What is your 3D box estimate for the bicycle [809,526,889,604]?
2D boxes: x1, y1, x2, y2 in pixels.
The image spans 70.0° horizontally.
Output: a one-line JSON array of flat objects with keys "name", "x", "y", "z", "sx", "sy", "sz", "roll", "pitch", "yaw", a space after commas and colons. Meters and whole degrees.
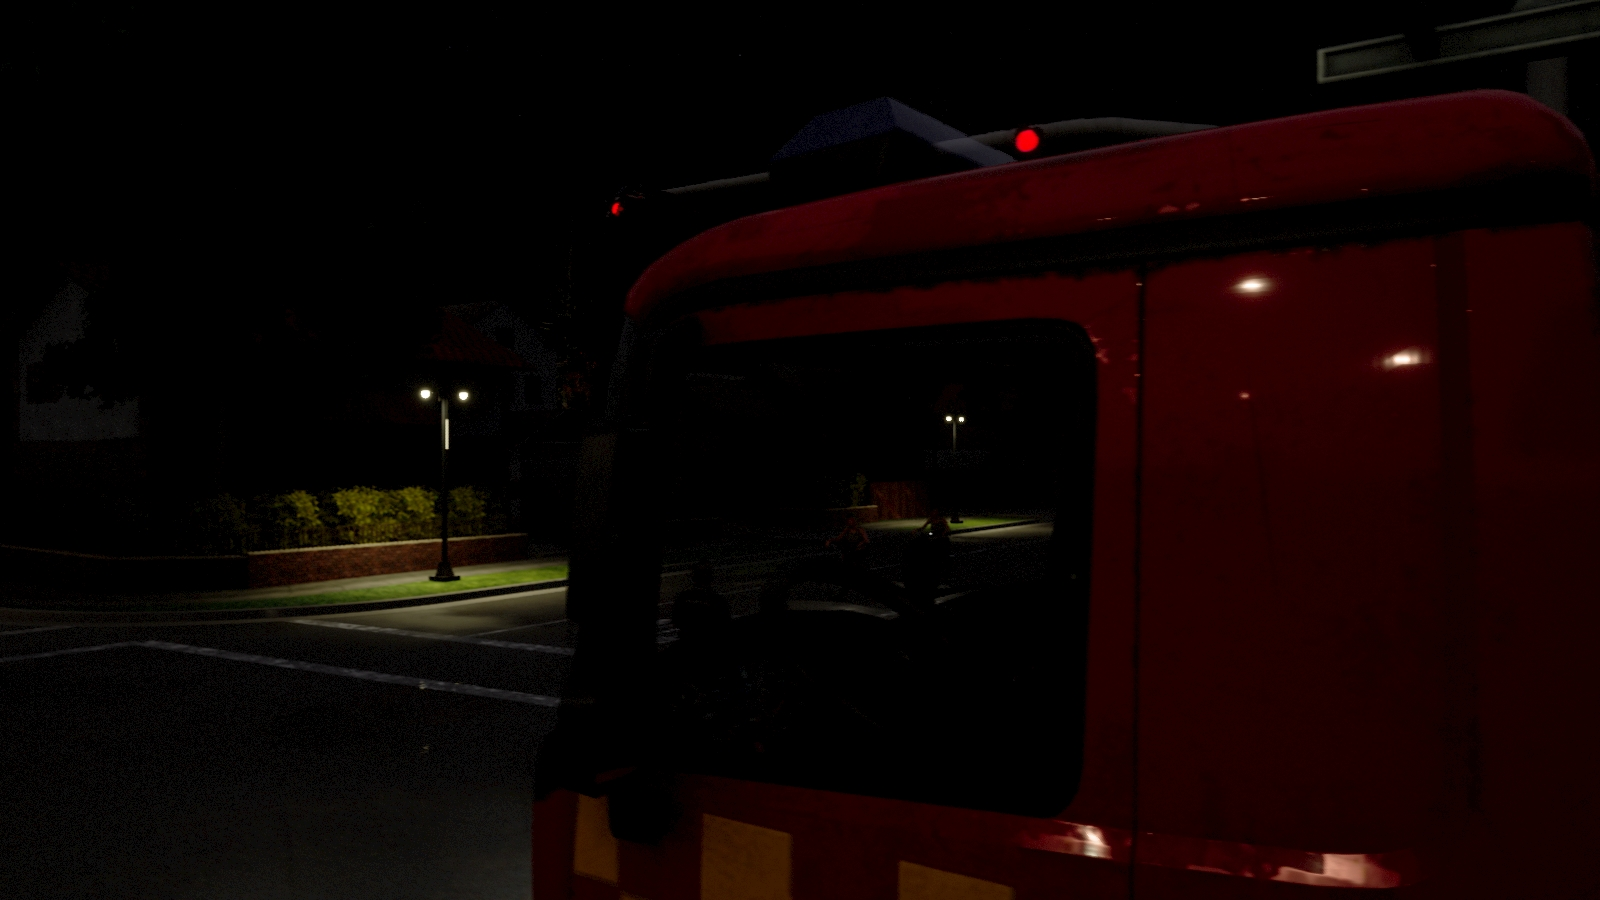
[{"name": "bicycle", "x": 0.938, "y": 2.143, "z": 21.625, "sx": 0.859, "sy": 1.301, "sz": 1.487, "roll": 0, "pitch": 0, "yaw": 35}]

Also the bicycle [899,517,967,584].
[{"name": "bicycle", "x": 2.872, "y": 2.143, "z": 24.599, "sx": 0.859, "sy": 1.301, "sz": 1.487, "roll": 0, "pitch": 0, "yaw": 34}]

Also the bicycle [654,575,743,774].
[{"name": "bicycle", "x": -0.925, "y": 2.046, "z": 10.816, "sx": 0.329, "sy": 1.496, "sz": 1.835, "roll": 3, "pitch": 1, "yaw": 9}]
